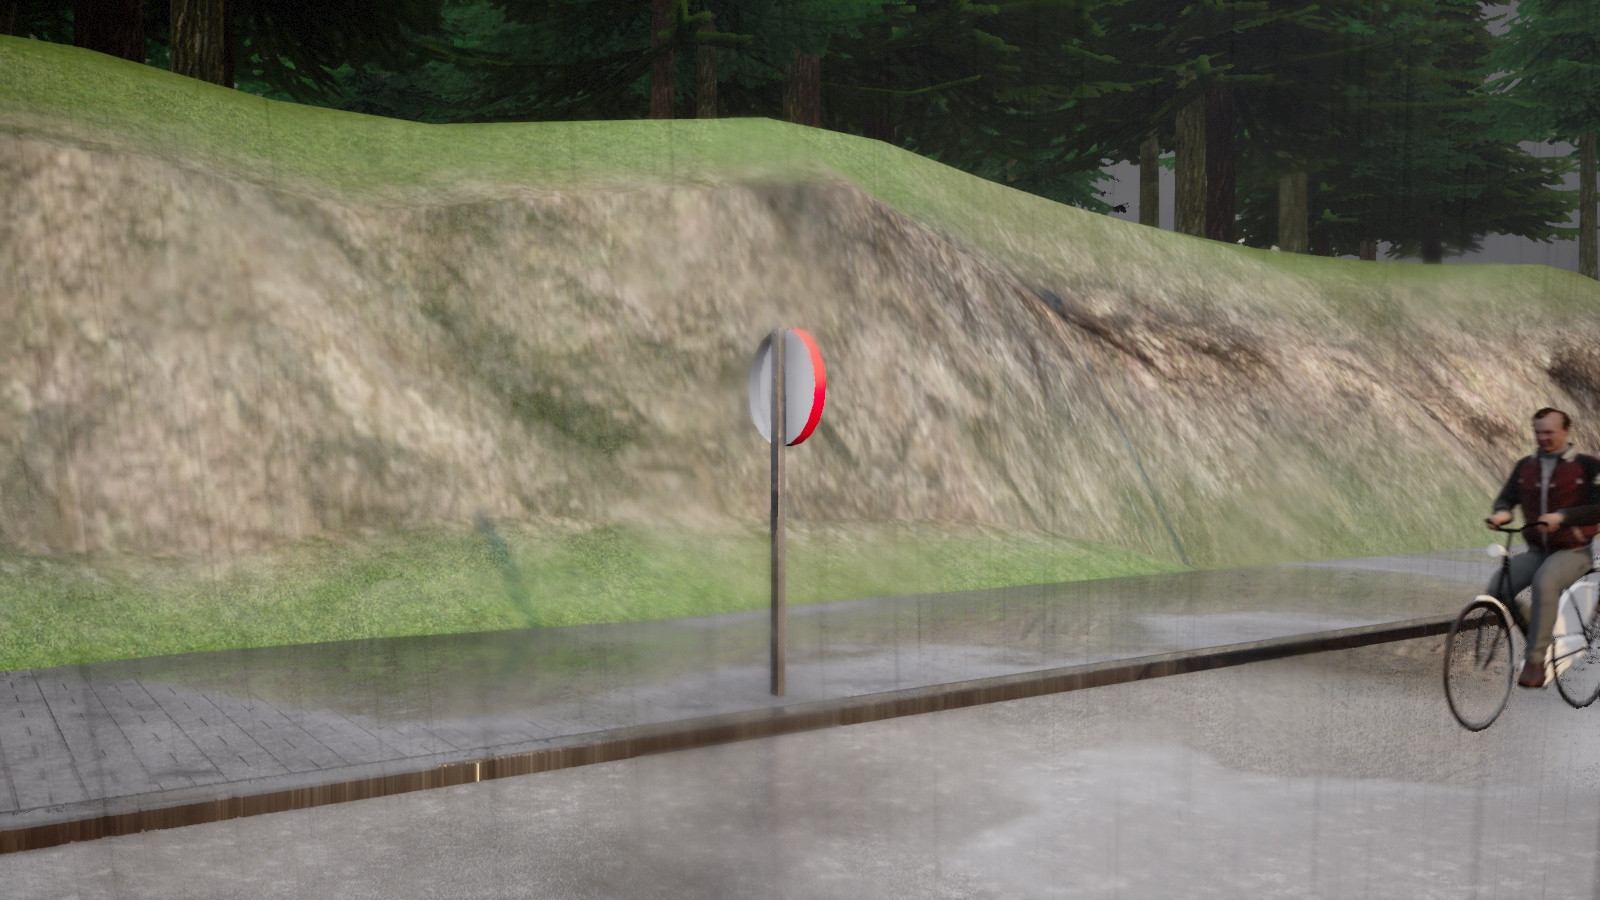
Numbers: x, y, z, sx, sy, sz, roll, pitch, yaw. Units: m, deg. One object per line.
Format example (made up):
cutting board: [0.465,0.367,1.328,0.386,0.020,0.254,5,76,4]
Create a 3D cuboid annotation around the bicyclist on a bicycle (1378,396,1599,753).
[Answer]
bicyclist on a bicycle: [4.080,0.624,7.032,1.843,1.776,0.659,0,0,-34]
